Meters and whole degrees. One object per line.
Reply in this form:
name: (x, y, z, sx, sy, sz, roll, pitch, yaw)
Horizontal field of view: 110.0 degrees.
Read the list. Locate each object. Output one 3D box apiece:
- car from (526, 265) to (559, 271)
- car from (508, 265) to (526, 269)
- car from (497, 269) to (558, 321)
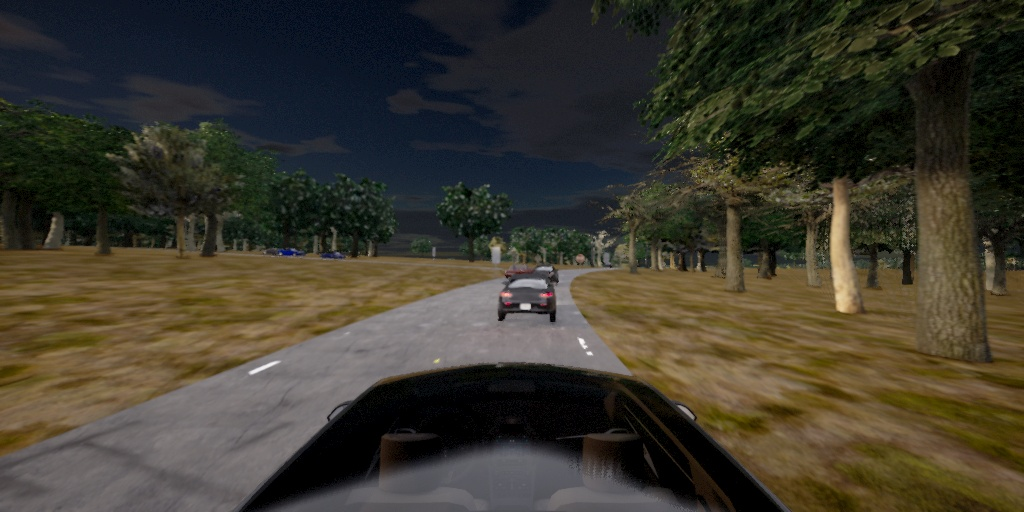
car: (2.485, 1.374, 27.052, 1.812, 1.442, 4.674, 0, -1, 11)
car: (0.628, 1.478, 33.626, 1.895, 1.301, 4.718, 0, 0, 13)
car: (0.593, 1.315, 12.543, 1.812, 1.442, 4.674, 0, -1, 5)
